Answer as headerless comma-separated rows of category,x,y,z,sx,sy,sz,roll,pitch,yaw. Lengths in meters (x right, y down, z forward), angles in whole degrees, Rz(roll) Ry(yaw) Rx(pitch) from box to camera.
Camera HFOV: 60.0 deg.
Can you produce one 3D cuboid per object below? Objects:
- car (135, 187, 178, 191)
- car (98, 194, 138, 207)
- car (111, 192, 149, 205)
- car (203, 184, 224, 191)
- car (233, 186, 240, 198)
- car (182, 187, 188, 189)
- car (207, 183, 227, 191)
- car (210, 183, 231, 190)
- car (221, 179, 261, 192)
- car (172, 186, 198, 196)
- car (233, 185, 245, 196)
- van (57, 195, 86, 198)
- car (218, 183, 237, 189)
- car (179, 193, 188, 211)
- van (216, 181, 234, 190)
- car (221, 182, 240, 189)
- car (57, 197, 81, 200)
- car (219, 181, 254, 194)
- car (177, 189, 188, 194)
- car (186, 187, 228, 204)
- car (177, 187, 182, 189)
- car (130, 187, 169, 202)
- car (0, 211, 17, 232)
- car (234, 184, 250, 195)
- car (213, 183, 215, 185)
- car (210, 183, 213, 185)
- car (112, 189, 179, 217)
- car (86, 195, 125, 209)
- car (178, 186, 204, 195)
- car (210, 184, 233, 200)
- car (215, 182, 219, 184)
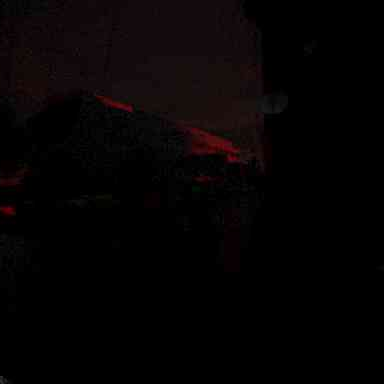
car,-4.274,0.758,40.278,2.150,2.045,5.566,-2,3,24
car,-10.242,1.128,45.933,4.892,1.521,2.231,-2,2,24
car,-9.093,0.964,48.611,4.892,1.521,2.231,-2,2,24
car,5.368,-1.042,81.865,4.674,1.452,2.002,-2,2,24
car,3.809,0.340,47.289,4.792,1.488,2.163,-2,2,24
car,-2.389,0.048,63.944,4.792,1.488,2.163,-2,2,24
car,6.439,-1.363,84.429,4.553,1.767,2.185,-2,2,24
car,7.541,-1.389,86.864,5.008,1.535,2.097,-2,2,24
car,8.469,-0.602,58.042,5.566,2.045,2.435,-2,2,24
car,-1.342,-0.262,66.523,4.553,1.767,2.185,-2,2,24
car,4.949,0.186,49.994,4.674,1.452,2.002,-2,2,24
van,-13.438,1.356,38.322,4.442,1.987,1.878,-2,2,24
car,9.804,-1.709,92.099,4.892,1.521,2.231,-2,2,24
car,-3.189,1.270,31.249,5.008,1.535,2.097,-2,2,24
van,8.792,-1.783,89.483,4.442,1.987,1.878,-2,2,24
car,10.926,-1.867,94.653,4.892,1.521,2.231,-2,2,24
car,-14.646,1.717,35.802,4.892,1.521,2.231,-2,1,24
car,7.302,-0.316,55.494,4.553,1.767,2.185,-2,2,24
car,-2.102,1.009,33.851,4.553,1.767,2.185,-2,2,24
car,1.498,0.636,42.032,4.892,1.521,2.231,-2,2,24
car,-4.726,0.216,58.734,4.553,1.767,2.185,-2,2,24
car,-6.851,0.396,53.704,5.566,2.045,2.435,-2,2,24
car,-11.776,1.817,19.643,2.033,1.411,5.357,-2,0,2
car,6.168,0.013,52.799,4.674,1.452,2.002,-2,2,24
car,2.050,-0.736,74.173,4.553,1.767,2.185,-2,2,24
car,0.877,-0.702,71.632,5.566,2.045,2.435,-2,2,24
car,-4.407,1.139,28.558,5.566,2.045,2.435,-2,2,24
car,-11.310,1.317,43.493,4.674,1.452,2.002,-2,2,24
car,-0.220,-0.265,69.086,4.792,1.488,2.163,-2,2,24
car,2.633,0.350,44.592,4.553,1.767,2.185,-2,2,24
car,3.115,-0.737,76.758,4.792,1.488,2.163,-2,2,24
